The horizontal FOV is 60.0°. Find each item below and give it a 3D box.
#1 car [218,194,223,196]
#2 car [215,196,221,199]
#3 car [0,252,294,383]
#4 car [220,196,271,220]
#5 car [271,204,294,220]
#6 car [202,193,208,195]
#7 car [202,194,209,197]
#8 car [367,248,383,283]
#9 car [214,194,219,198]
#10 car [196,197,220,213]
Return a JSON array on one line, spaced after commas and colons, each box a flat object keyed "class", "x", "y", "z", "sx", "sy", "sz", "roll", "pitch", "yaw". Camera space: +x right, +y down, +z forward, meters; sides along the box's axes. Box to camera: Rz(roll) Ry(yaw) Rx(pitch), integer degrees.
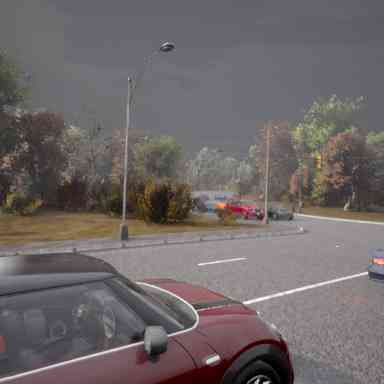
[{"class": "car", "x": 7.450, "y": 1.566, "z": 69.271, "sx": 1.837, "sy": 1.490, "sz": 4.892, "roll": 2, "pitch": 3, "yaw": -8}, {"class": "car", "x": 5.245, "y": 1.951, "z": 46.553, "sx": 2.097, "sy": 1.767, "sz": 4.553, "roll": 3, "pitch": 0, "yaw": -17}, {"class": "car", "x": -1.180, "y": 1.354, "z": 2.905, "sx": 4.553, "sy": 1.767, "sz": 2.097, "roll": 0, "pitch": 0, "yaw": -36}, {"class": "car", "x": 5.573, "y": 1.813, "z": 35.677, "sx": 2.150, "sy": 2.045, "sz": 5.566, "roll": 3, "pitch": -1, "yaw": -22}, {"class": "car", "x": 9.074, "y": 2.101, "z": 36.459, "sx": 2.097, "sy": 1.767, "sz": 4.553, "roll": 3, "pitch": -1, "yaw": -23}, {"class": "car", "x": 2.914, "y": 1.052, "z": 78.394, "sx": 2.128, "sy": 1.511, "sz": 4.902, "roll": 2, "pitch": 2, "yaw": -1}, {"class": "car", "x": 1.731, "y": 1.698, "z": 59.835, "sx": 1.994, "sy": 1.385, "sz": 4.181, "roll": 2, "pitch": 2, "yaw": -11}, {"class": "car", "x": 6.573, "y": 1.664, "z": 8.462, "sx": 5.357, "sy": 1.411, "sz": 2.033, "roll": 2, "pitch": -1, "yaw": -36}, {"class": "car", "x": 6.368, "y": 1.173, "z": 79.475, "sx": 1.994, "sy": 1.385, "sz": 4.181, "roll": 2, "pitch": 2, "yaw": -1}, {"class": "car", "x": 2.003, "y": 1.961, "z": 45.174, "sx": 1.837, "sy": 1.490, "sz": 4.892, "roll": 3, "pitch": 1, "yaw": -17}]
